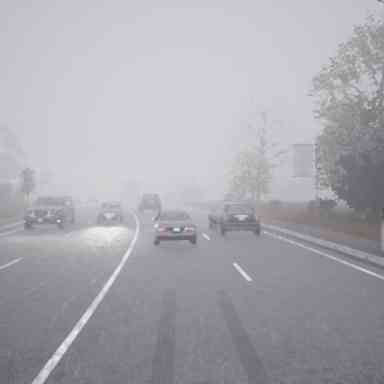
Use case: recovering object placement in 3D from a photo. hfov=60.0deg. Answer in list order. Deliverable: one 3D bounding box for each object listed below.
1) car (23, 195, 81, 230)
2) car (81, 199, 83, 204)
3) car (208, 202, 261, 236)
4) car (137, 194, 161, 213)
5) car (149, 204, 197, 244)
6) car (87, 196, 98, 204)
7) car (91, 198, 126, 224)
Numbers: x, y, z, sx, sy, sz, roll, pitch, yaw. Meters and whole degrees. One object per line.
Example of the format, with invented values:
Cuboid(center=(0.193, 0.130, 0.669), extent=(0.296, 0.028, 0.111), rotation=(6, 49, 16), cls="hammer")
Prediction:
Cuboid(center=(-8.953, 1.215, 21.424), extent=(2.150, 2.045, 5.566), rotation=(0, 0, -9), cls="car")
Cuboid(center=(-21.136, 1.434, 60.678), extent=(1.882, 1.535, 5.008), rotation=(0, 0, -25), cls="car")
Cuboid(center=(2.210, 1.332, 18.628), extent=(2.097, 1.767, 4.553), rotation=(0, 0, -7), cls="car")
Cuboid(center=(-4.703, 1.197, 36.216), extent=(2.150, 2.045, 5.566), rotation=(0, 0, -14), cls="car")
Cuboid(center=(-0.896, 1.535, 15.687), extent=(2.033, 1.411, 5.357), rotation=(0, 0, -7), cls="car")
Cuboid(center=(-19.172, 1.433, 64.697), extent=(1.882, 1.535, 5.008), rotation=(0, 0, -26), cls="car")
Cuboid(center=(-6.020, 1.478, 24.853), extent=(2.128, 1.511, 4.902), rotation=(0, 0, -11), cls="car")
